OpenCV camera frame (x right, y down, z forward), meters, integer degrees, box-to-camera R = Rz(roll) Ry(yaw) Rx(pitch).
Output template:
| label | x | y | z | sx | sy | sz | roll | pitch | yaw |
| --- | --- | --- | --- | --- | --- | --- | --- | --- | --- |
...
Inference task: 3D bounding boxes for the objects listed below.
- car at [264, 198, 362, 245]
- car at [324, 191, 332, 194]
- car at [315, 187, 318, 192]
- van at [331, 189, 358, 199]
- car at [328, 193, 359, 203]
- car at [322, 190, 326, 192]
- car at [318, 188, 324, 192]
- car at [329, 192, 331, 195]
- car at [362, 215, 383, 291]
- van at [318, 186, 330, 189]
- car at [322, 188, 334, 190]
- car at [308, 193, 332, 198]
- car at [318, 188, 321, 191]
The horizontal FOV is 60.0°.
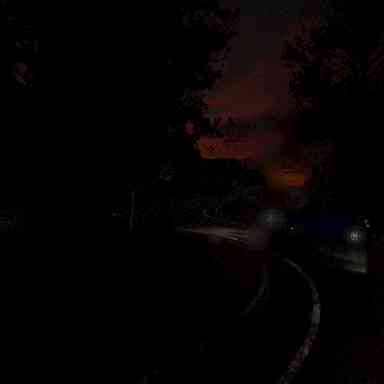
| label | x | y | z | sx | sy | sz | roll | pitch | yaw |
| --- | --- | --- | --- | --- | --- | --- | --- | --- | --- |
| car | 5.737 | 1.307 | 15.455 | 4.553 | 1.767 | 2.097 | 2 | 0 | 22 |
| car | 26.019 | 1.101 | 57.027 | 5.366 | 1.575 | 1.946 | 1 | 2 | 17 |
| car | 34.089 | 0.295 | 83.569 | 4.792 | 1.488 | 2.163 | 1 | 2 | 17 |
| van | 24.502 | 1.050 | 51.683 | 4.442 | 1.987 | 1.878 | 1 | 2 | 17 |
| car | 27.017 | 1.051 | 59.625 | 4.792 | 1.488 | 2.163 | 1 | 2 | 17 |
| car | 28.578 | 0.852 | 64.946 | 5.008 | 1.535 | 2.097 | 1 | 2 | 17 |
| car | 30.944 | 0.599 | 72.926 | 5.008 | 1.535 | 2.097 | 1 | 2 | 17 |
| car | 25.433 | 1.222 | 54.306 | 4.792 | 1.488 | 2.163 | 1 | 2 | 17 |
| car | 4.941 | 1.352 | 6.627 | 2.097 | 1.767 | 4.553 | 1 | 0 | 20 |
| van | 32.646 | 0.209 | 78.202 | 4.442 | 1.987 | 1.878 | 1 | 2 | 17 |
| car | 29.396 | 0.643 | 67.594 | 4.553 | 1.767 | 2.185 | 1 | 2 | 17 |
| car | 17.814 | 1.359 | 46.652 | 1.837 | 1.490 | 4.892 | 1 | 1 | 13 |
| car | 31.738 | 0.556 | 75.587 | 4.674 | 1.452 | 2.002 | 1 | 2 | 17 |
